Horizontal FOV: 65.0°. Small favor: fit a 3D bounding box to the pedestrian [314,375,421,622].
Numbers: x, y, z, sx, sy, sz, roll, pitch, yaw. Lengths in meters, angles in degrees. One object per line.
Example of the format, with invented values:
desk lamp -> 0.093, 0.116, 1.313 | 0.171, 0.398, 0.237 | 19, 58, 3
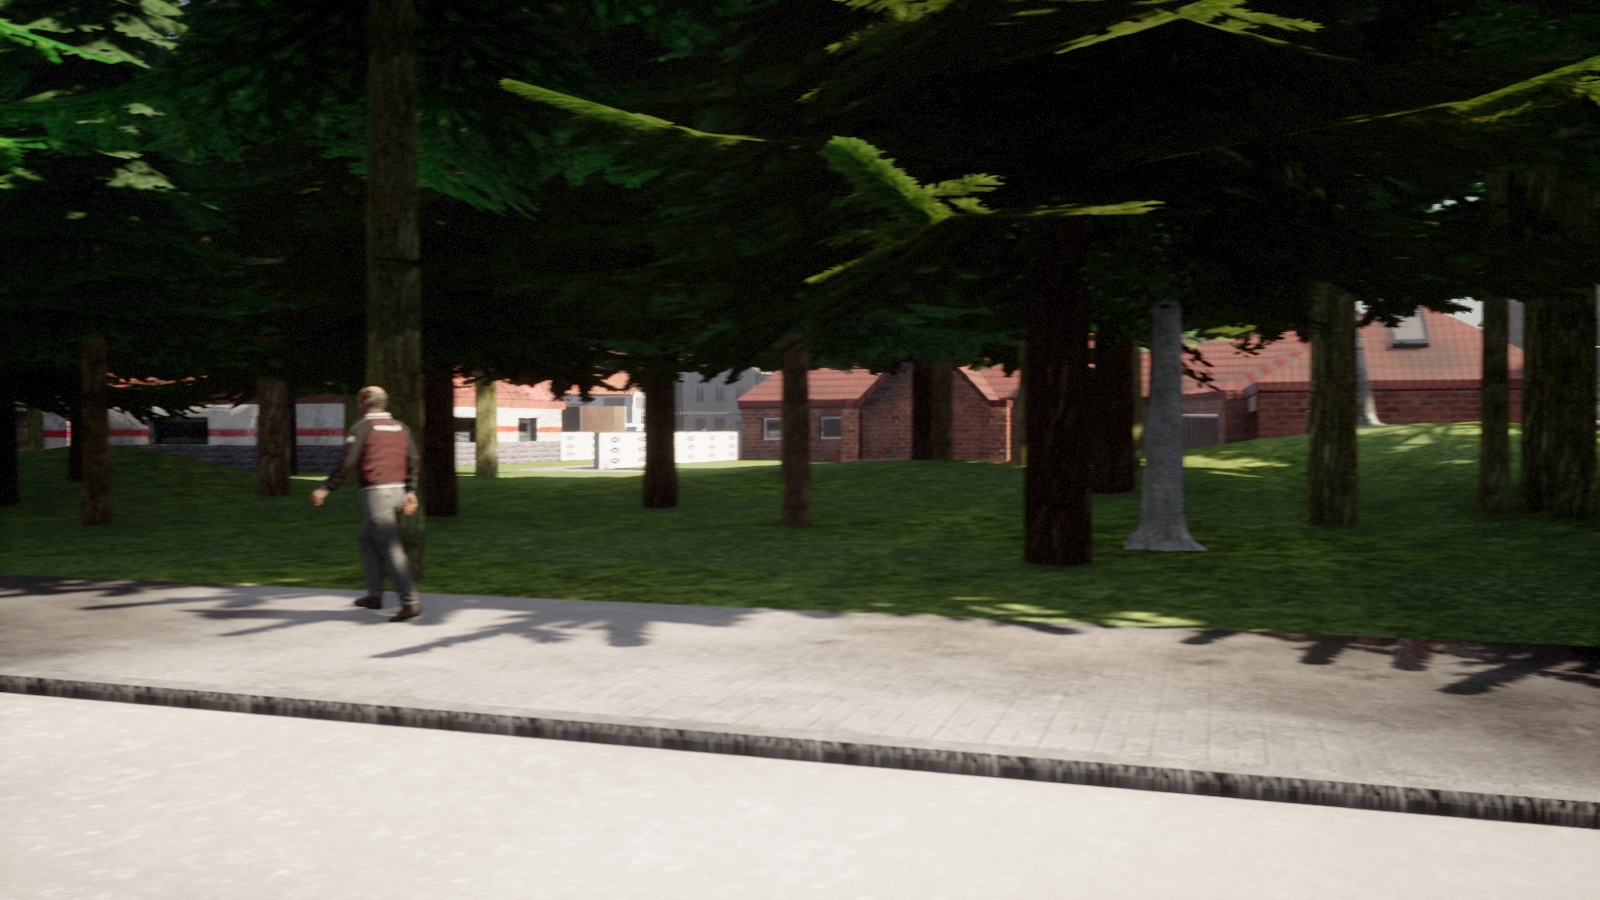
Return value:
pedestrian -> -3.362, 0.360, 9.760 | 0.720, 1.854, 0.376 | 1, 1, 23
